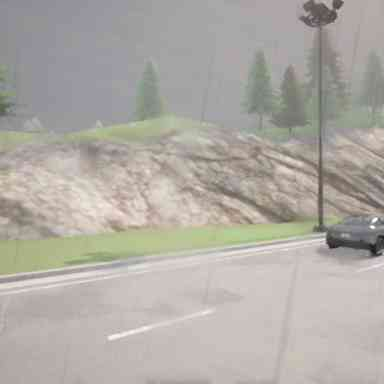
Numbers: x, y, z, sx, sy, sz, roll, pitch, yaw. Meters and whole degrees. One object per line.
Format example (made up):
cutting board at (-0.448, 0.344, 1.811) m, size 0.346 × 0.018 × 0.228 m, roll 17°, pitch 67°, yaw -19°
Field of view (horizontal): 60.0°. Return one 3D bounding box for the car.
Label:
car at (7.244, 1.564, 13.364) m, size 4.181 × 1.385 × 1.994 m, roll 0°, pitch 0°, yaw -36°
